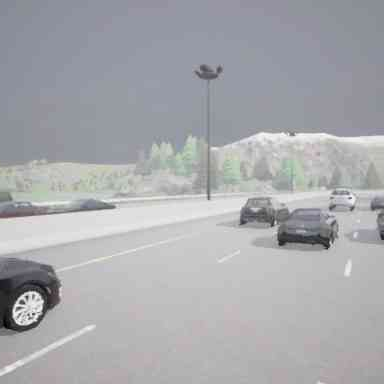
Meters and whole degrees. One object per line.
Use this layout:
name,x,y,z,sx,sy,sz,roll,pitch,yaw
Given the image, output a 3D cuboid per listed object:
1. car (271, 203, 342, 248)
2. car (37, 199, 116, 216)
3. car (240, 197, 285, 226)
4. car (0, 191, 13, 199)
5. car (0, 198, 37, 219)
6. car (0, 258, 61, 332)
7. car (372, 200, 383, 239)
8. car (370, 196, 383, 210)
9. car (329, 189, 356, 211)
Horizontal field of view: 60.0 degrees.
car,4.932,1.377,13.927,1.994,1.385,4.181,0,1,28
car,-7.074,1.230,21.608,1.882,1.535,5.008,0,1,28
car,4.620,1.081,20.879,2.097,1.767,4.553,0,1,28
car,-16.693,0.949,25.870,2.150,2.045,5.566,0,1,28
car,-11.405,1.321,20.880,2.033,1.411,5.357,0,1,28
car,-4.050,1.461,4.342,1.837,1.490,4.892,0,1,28
car,9.622,1.330,15.336,2.033,1.411,5.357,0,1,28
car,19.065,1.098,33.392,1.994,1.385,4.181,0,1,28
car,15.195,0.757,33.544,2.150,2.045,5.566,0,0,28
